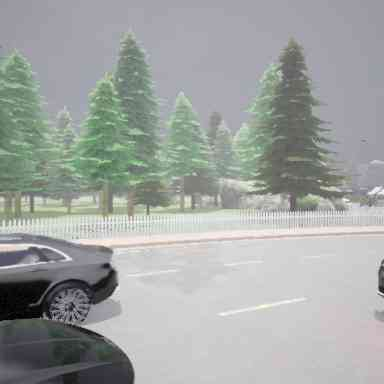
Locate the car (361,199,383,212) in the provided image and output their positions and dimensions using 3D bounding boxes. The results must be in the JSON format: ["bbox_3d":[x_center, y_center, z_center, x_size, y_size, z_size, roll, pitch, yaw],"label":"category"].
[{"bbox_3d":[23.111,1.581,41.123,1.812,1.442,4.674,0,0,-3],"label":"car"}]

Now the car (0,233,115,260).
[{"bbox_3d":[-3.662,1.491,5.480,4.902,1.511,2.128,0,0,-32],"label":"car"}]

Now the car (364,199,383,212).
[{"bbox_3d":[19.910,1.619,36.072,1.994,1.385,4.181,0,0,-3],"label":"car"}]

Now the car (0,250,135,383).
[{"bbox_3d":[-2.678,1.478,1.653,5.008,1.535,1.882,0,0,-36],"label":"car"}]

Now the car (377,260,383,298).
[{"bbox_3d":[5.680,1.492,6.134,4.902,1.511,2.128,0,0,-23],"label":"car"}]
